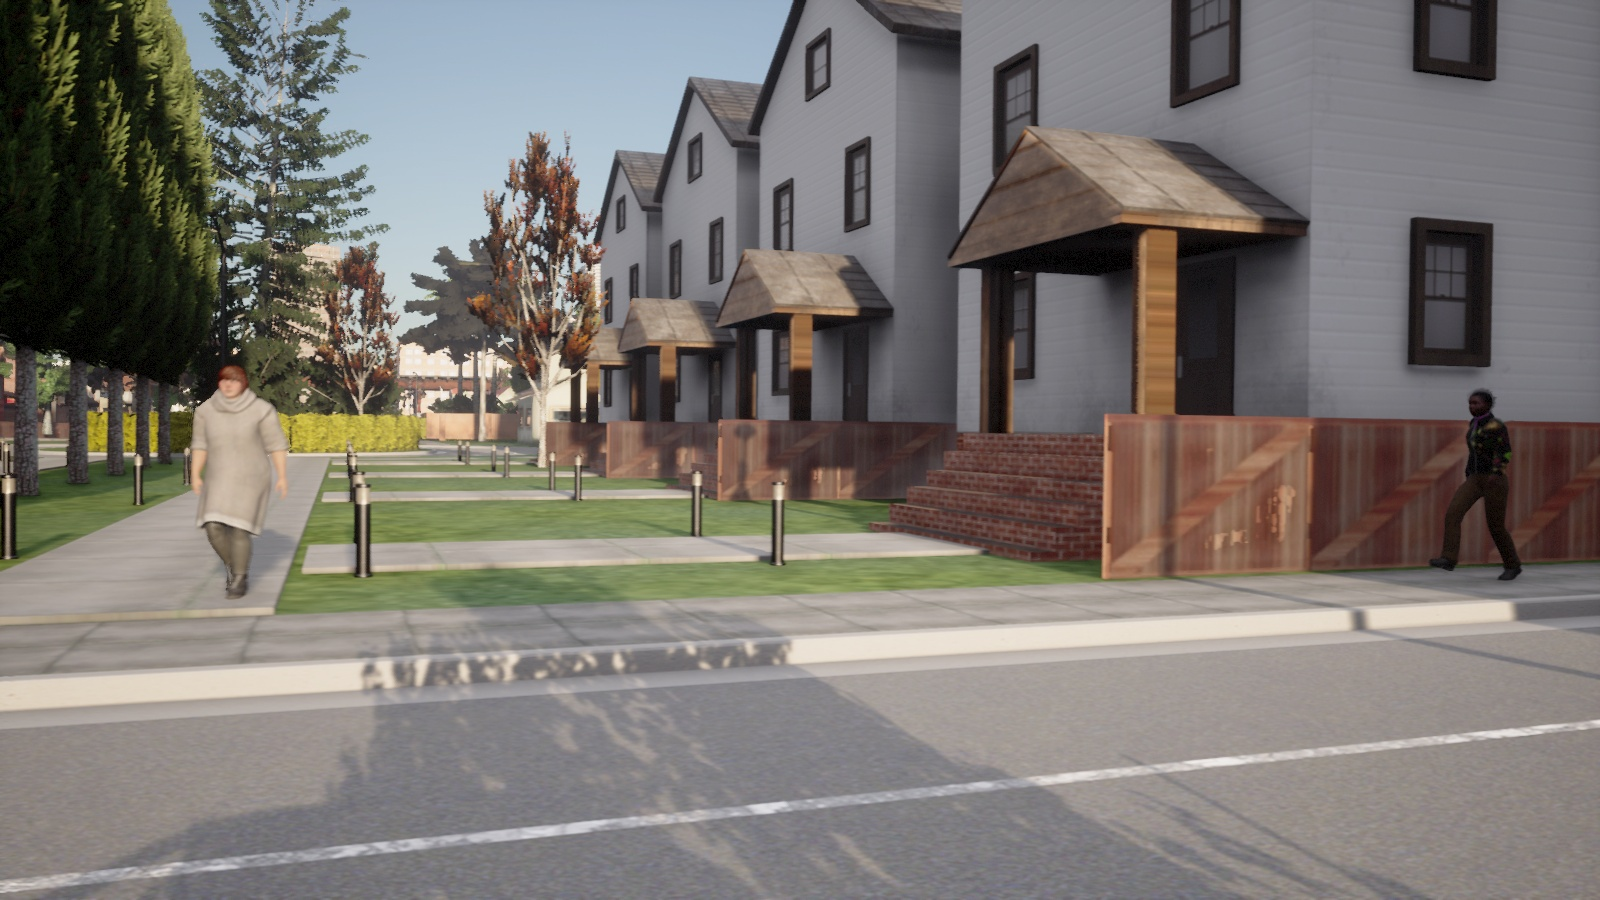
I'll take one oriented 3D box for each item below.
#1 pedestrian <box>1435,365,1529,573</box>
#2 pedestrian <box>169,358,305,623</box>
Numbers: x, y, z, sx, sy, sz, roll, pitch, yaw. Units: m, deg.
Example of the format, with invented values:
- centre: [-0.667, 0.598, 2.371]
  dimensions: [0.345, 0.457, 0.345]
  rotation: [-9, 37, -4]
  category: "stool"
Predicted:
- centre: [6.494, 0.171, 11.962]
  dimensions: [0.692, 1.930, 0.395]
  rotation: [-1, 1, -15]
  category: "pedestrian"
- centre: [-4.331, 0.292, 9.718]
  dimensions: [0.659, 1.952, 0.873]
  rotation: [-1, 1, -4]
  category: "pedestrian"
